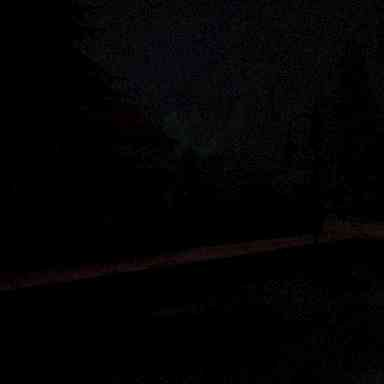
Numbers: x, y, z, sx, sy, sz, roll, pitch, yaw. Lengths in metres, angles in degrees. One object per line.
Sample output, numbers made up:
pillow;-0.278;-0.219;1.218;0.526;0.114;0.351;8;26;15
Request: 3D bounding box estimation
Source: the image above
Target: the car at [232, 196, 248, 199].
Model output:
car;5.508;1.190;33.173;2.097;1.767;4.553;0;0;-36
